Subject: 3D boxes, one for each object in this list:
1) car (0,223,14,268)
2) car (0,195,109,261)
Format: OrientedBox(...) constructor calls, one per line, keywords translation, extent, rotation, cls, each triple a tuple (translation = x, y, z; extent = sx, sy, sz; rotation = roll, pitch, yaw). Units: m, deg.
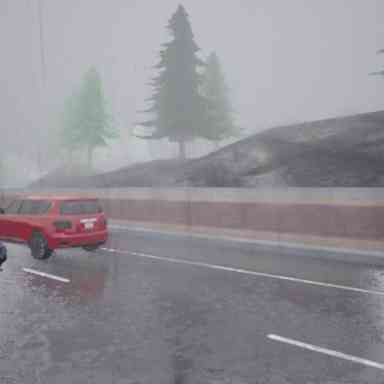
OrientedBox(translation=(-7.033, 1.523, 9.019), extent=(4.718, 1.301, 1.895), rotation=(0, 0, 36), cls="car")
OrientedBox(translation=(-5.458, 1.139, 12.205), extent=(5.566, 2.045, 2.150), rotation=(0, 0, 36), cls="car")
